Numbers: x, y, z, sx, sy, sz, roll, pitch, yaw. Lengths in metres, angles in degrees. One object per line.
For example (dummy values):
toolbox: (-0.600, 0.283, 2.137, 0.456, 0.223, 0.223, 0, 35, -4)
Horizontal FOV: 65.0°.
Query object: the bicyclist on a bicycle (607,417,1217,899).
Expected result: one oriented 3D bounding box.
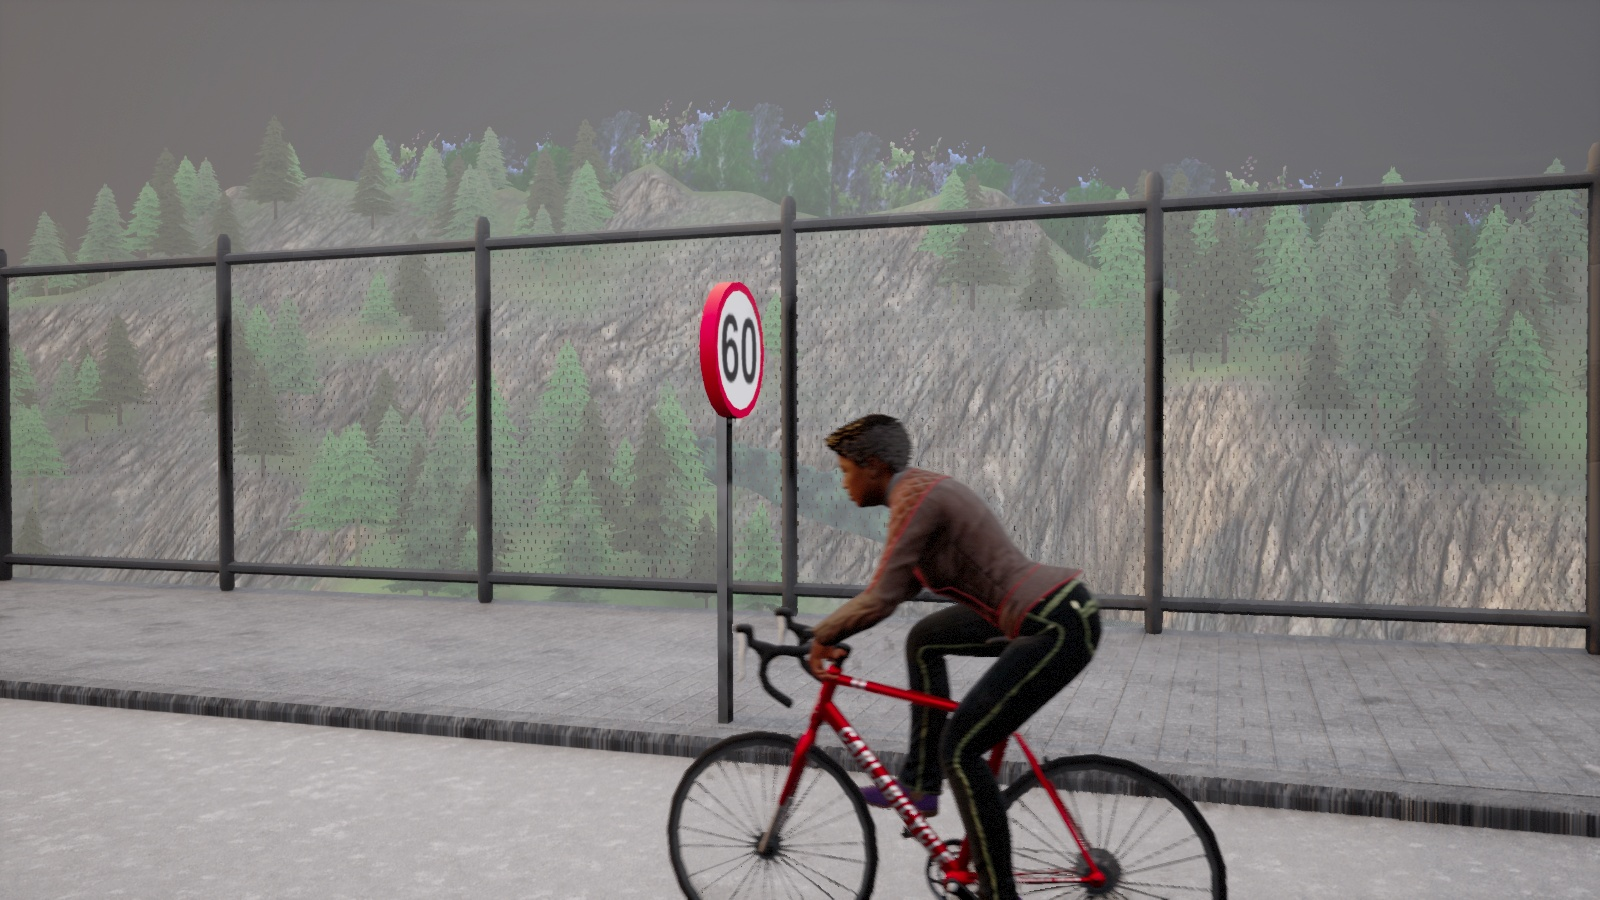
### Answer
bicyclist on a bicycle: (0.327, 0.723, 3.620, 1.656, 1.620, 0.582, 0, 1, 19)
